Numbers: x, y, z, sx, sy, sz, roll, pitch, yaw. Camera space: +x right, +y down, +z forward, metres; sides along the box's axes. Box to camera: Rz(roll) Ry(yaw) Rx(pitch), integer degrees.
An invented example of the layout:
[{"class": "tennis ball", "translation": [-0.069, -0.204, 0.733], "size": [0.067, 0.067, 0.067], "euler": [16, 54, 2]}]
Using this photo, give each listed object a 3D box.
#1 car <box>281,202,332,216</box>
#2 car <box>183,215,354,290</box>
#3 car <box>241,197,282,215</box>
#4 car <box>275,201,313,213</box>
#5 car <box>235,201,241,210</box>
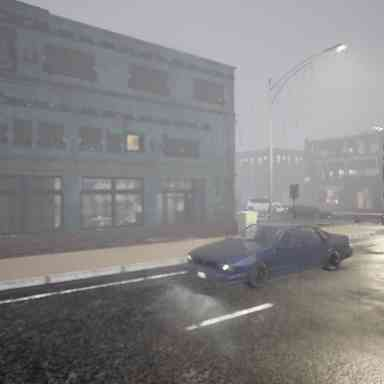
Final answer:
[{"class": "car", "translation": [11.261, 1.931, 32.118], "size": [1.947, 1.339, 4.313], "euler": [-1, 0, -35]}, {"class": "car", "translation": [2.404, 1.578, 9.378], "size": [5.357, 1.411, 2.033], "euler": [0, 0, -35]}, {"class": "car", "translation": [8.979, 1.659, 40.015], "size": [2.150, 2.045, 5.566], "euler": [0, 0, -35]}, {"class": "car", "translation": [13.350, 1.962, 43.845], "size": [2.008, 1.369, 4.403], "euler": [-1, 0, -35]}, {"class": "car", "translation": [6.933, 2.119, 52.865], "size": [1.802, 1.307, 4.206], "euler": [-1, 0, -35]}]
